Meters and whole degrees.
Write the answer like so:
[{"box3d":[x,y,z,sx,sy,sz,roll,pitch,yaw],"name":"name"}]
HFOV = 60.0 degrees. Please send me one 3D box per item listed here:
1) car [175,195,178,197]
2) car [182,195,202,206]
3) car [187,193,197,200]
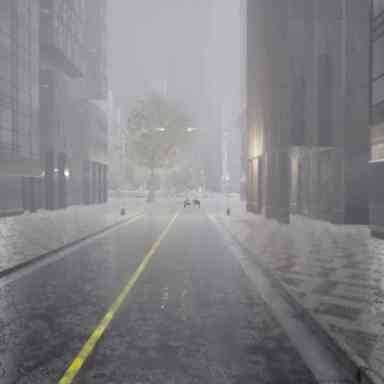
[{"box3d":[-2.984,0.869,78.924,2.033,1.411,5.357,0,0,0],"name":"car"},{"box3d":[0.007,1.070,36.491,1.837,1.490,4.892,0,0,0],"name":"car"},{"box3d":[0.015,0.912,73.509,2.033,1.411,5.357,0,0,0],"name":"car"}]
